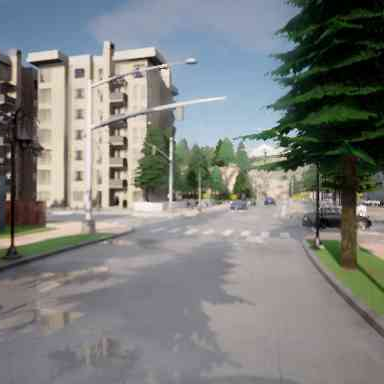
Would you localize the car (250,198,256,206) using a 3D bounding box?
[{"bbox_3d":[11.124,1.880,63.226,2.128,1.511,4.902,0,0,16],"label":"car"}]

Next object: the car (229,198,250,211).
[{"bbox_3d":[6.561,1.832,46.937,2.033,1.411,5.357,0,0,16],"label":"car"}]

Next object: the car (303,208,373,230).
[{"bbox_3d":[9.490,1.736,21.864,4.181,1.385,1.994,0,-1,-3],"label":"car"}]

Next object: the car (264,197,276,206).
[{"bbox_3d":[15.235,1.785,64.914,2.097,1.767,4.553,0,0,15],"label":"car"}]
